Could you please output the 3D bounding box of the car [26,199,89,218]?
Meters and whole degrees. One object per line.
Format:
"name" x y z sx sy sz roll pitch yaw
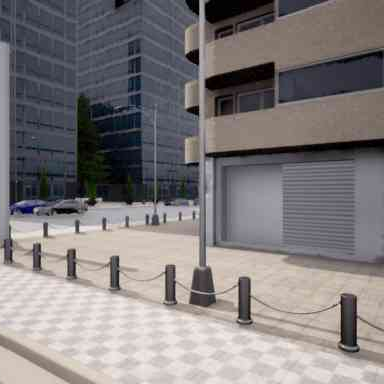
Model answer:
"car" -11.577 1.434 29.584 2.128 1.511 4.902 0 0 36

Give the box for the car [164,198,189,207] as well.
"car" -2.240 1.507 48.478 1.994 1.385 4.181 0 0 36

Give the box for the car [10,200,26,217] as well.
"car" -15.055 1.420 30.745 1.882 1.535 5.008 0 0 36

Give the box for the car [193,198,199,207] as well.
"car" 2.075 1.294 48.458 2.097 1.767 4.553 0 0 36
